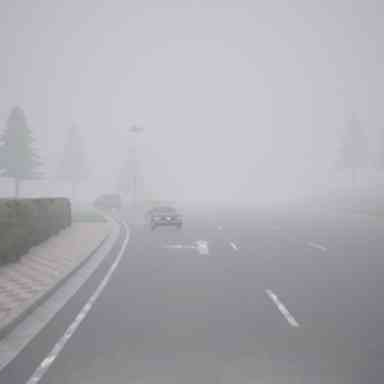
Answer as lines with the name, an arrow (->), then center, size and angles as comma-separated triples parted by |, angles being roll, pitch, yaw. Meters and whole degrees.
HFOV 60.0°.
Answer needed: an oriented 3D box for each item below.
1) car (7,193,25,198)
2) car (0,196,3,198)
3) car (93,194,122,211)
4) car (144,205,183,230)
car -> -38.424, 1.308, 72.613 | 5.566, 2.045, 2.150 | 0, 0, 40
car -> -46.612, 1.548, 79.571 | 4.674, 1.442, 1.812 | 0, 0, 40
car -> -10.561, 1.272, 41.418 | 2.150, 2.045, 5.566 | 0, 0, -32
car -> -1.944, 1.574, 21.461 | 2.033, 1.411, 5.357 | 0, 0, -14
